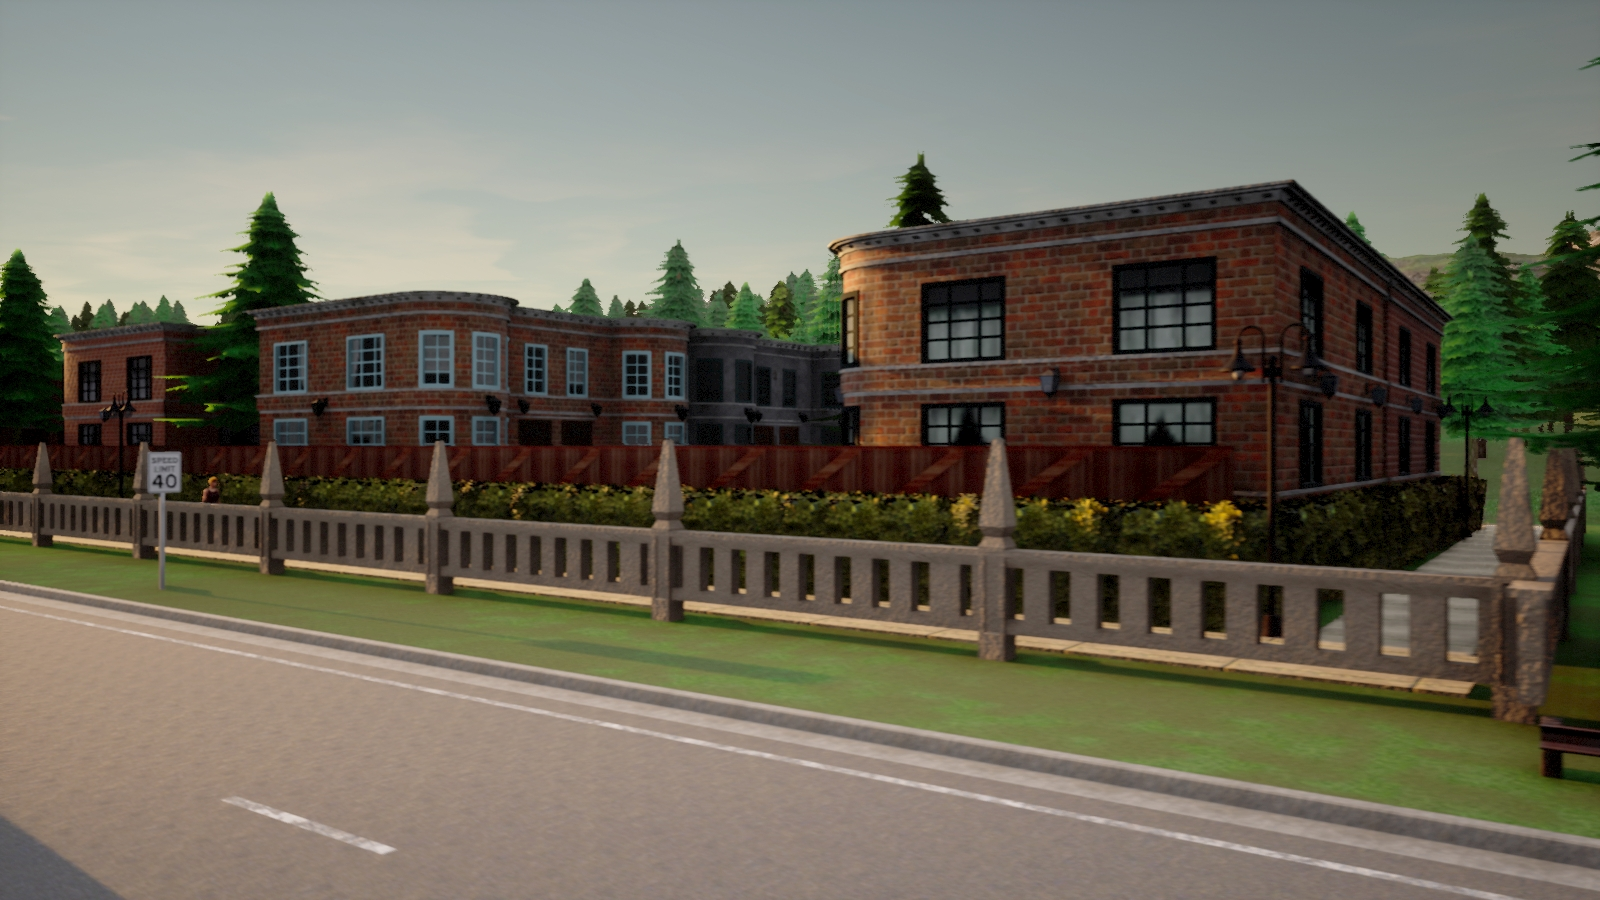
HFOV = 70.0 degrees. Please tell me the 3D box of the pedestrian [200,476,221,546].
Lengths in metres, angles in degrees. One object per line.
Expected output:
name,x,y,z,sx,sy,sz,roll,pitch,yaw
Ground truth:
pedestrian,-15.780,1.624,30.577,0.375,1.860,0.375,0,0,35
